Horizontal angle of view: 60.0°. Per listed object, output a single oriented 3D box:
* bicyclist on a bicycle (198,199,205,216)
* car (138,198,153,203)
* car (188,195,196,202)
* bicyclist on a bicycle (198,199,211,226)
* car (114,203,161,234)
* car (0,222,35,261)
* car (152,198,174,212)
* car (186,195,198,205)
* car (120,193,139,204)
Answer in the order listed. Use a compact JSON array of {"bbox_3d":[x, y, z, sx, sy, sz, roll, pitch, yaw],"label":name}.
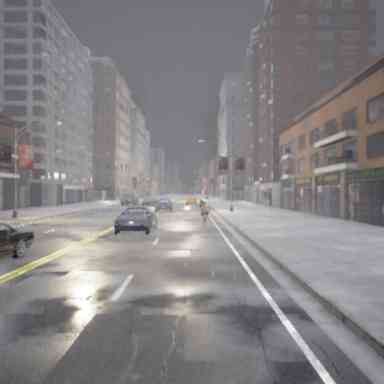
[{"bbox_3d":[0.890,1.451,31.545,0.582,1.620,1.656,0,0,0],"label":"bicyclist on a bicycle"},{"bbox_3d":[-6.558,1.561,51.354,1.994,1.385,4.181,0,0,0],"label":"car"},{"bbox_3d":[-0.009,1.504,80.079,1.837,1.490,4.892,0,0,0],"label":"car"},{"bbox_3d":[0.895,1.436,22.395,0.866,1.612,1.509,0,-1,0],"label":"bicyclist on a bicycle"},{"bbox_3d":[-3.152,1.562,19.189,1.994,1.385,4.181,0,0,0],"label":"car"},{"bbox_3d":[-6.600,1.599,9.795,1.895,1.301,4.718,0,0,0],"label":"car"},{"bbox_3d":[-3.154,1.523,38.776,1.812,1.442,4.674,0,0,0],"label":"car"},{"bbox_3d":[-0.004,1.477,59.603,1.882,1.535,5.008,0,0,0],"label":"car"},{"bbox_3d":[-9.797,1.218,52.674,2.150,2.045,5.566,0,0,1],"label":"car"}]
